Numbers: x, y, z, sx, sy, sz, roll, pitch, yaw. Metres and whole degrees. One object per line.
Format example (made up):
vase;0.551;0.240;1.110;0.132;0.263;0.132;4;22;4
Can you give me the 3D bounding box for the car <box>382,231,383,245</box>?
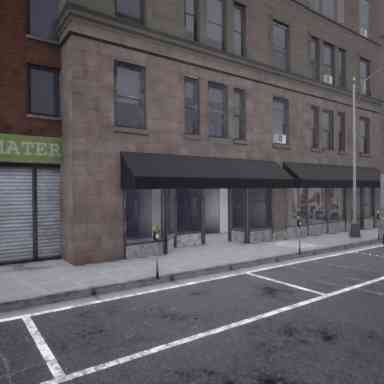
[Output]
car;9.281;1.539;13.197;4.507;1.381;1.887;0;-1;-36
